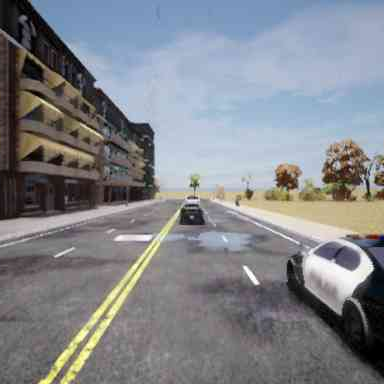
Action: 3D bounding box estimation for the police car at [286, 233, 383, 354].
[{"bbox_3d":[3.248,1.538,6.268,2.038,1.542,4.974,0,0,0],"label":"police car"}]

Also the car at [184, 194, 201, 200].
[{"bbox_3d":[0.082,1.452,45.758,2.150,2.045,5.566,0,0,0],"label":"car"}]

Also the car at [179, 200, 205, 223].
[{"bbox_3d":[-0.010,1.639,26.968,1.837,1.490,4.892,0,-1,0],"label":"car"}]

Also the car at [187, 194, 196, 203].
[{"bbox_3d":[-0.016,1.630,82.808,2.150,2.045,5.566,0,0,0],"label":"car"}]
